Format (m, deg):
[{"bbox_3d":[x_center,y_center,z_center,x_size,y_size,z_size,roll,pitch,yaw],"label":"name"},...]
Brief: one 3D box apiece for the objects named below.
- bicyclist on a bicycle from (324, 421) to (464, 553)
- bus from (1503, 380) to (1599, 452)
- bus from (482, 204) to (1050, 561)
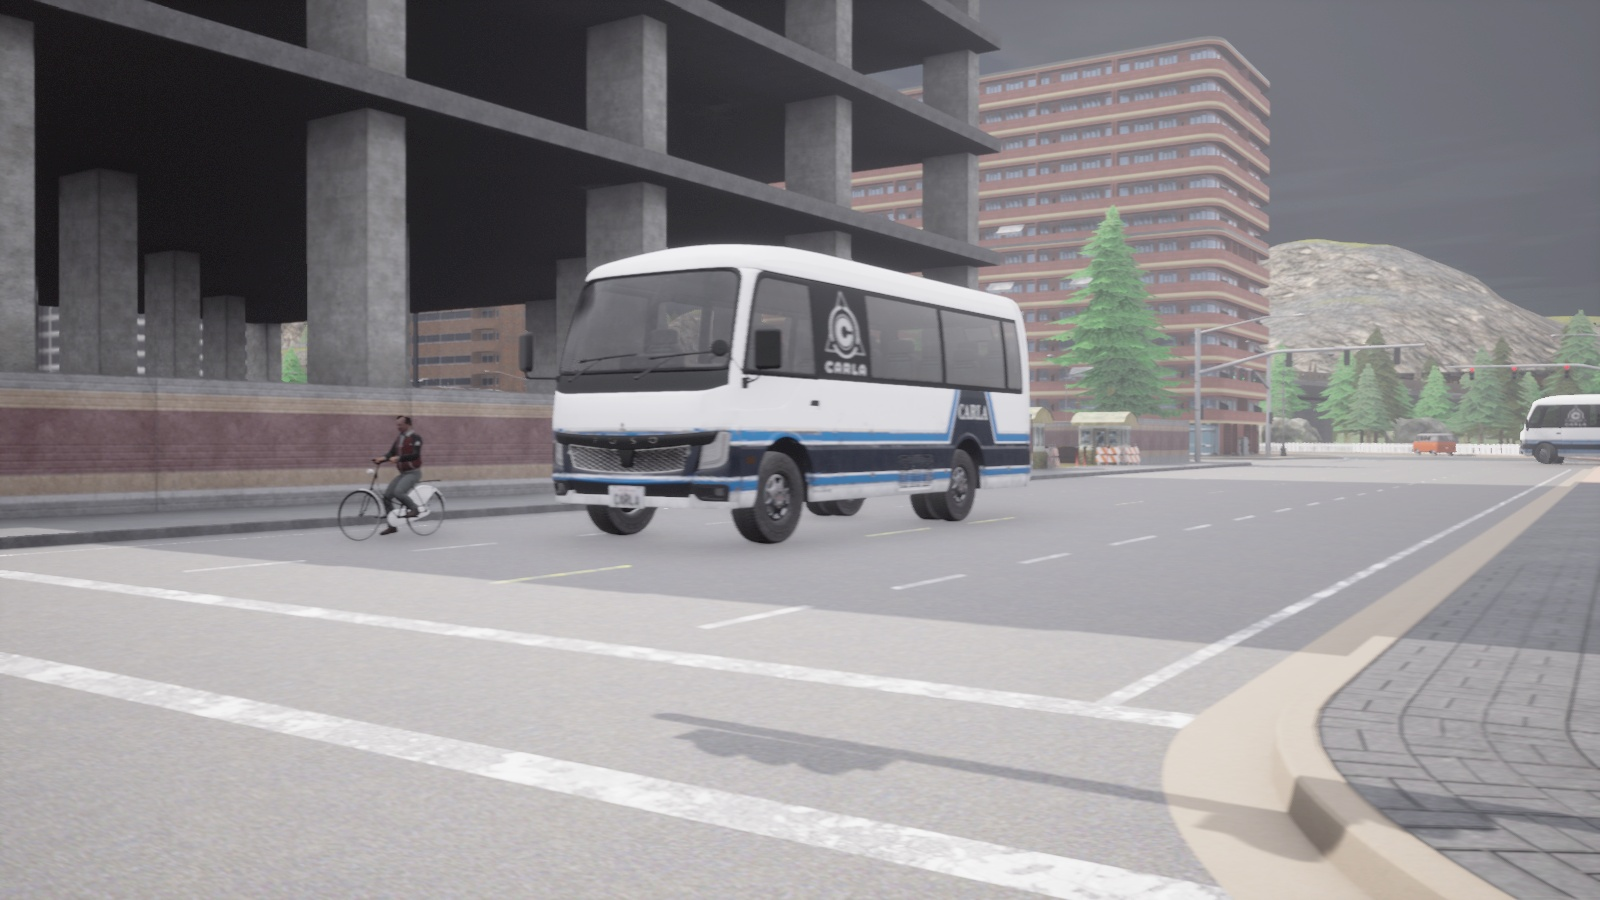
[{"bbox_3d":[-5.703,0.486,17.752,0.659,1.776,1.843,-1,0,33],"label":"bicyclist on a bicycle"},{"bbox_3d":[48.693,-2.089,75.672,10.273,4.253,3.944,0,3,44],"label":"bus"},{"bbox_3d":[0.179,-0.875,20.331,3.944,4.253,10.273,-1,1,33],"label":"bus"}]
